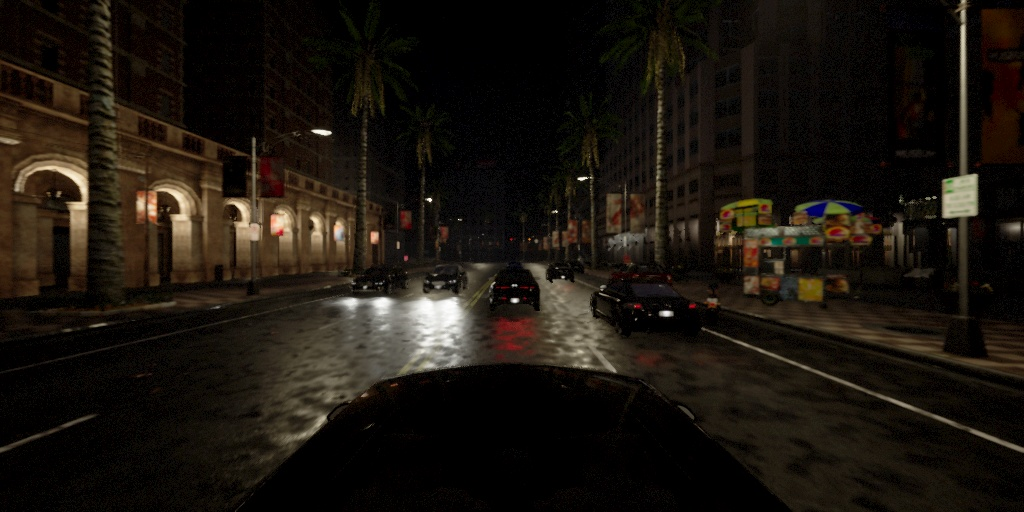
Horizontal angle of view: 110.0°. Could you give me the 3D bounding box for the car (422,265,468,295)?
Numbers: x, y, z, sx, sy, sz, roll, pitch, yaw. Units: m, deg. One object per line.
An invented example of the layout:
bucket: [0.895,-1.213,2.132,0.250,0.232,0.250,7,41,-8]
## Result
car: [-3.583,1.242,19.877,2.128,1.511,4.902,0,0,0]

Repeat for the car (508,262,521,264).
car: [0.238,1.277,33.472,1.812,1.442,4.674,0,0,1]

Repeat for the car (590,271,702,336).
car: [3.601,1.314,10.366,1.994,1.385,4.181,0,0,0]

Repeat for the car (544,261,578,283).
car: [3.675,1.256,28.066,1.837,1.490,4.892,0,0,1]

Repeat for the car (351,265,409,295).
car: [-7.084,1.255,19.713,1.837,1.490,4.892,0,0,0]

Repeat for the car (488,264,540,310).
car: [0.100,1.255,14.587,1.837,1.490,4.892,0,0,0]
